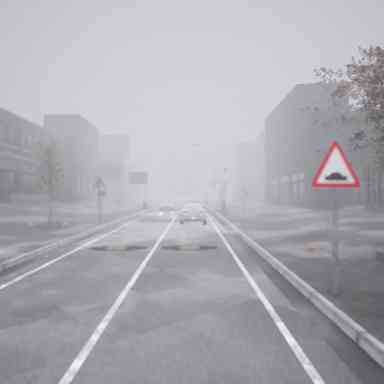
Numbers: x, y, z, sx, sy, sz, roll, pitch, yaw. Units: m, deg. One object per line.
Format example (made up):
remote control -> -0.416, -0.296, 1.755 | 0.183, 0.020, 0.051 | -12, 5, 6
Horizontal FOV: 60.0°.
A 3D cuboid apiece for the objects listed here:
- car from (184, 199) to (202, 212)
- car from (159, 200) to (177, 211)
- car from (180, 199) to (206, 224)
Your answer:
car -> 0.090, 1.676, 42.638 | 2.163, 1.488, 4.792 | 0, -1, 0
car -> -3.090, 1.692, 42.272 | 1.812, 1.442, 4.674 | 0, -1, 0
car -> 0.094, 1.525, 24.641 | 1.812, 1.442, 4.674 | 0, 0, 0
